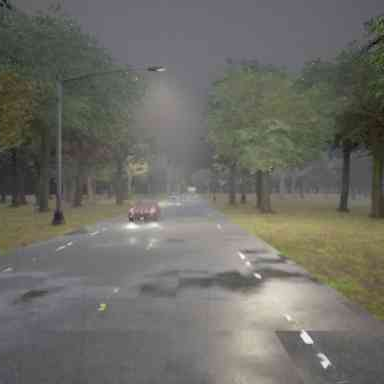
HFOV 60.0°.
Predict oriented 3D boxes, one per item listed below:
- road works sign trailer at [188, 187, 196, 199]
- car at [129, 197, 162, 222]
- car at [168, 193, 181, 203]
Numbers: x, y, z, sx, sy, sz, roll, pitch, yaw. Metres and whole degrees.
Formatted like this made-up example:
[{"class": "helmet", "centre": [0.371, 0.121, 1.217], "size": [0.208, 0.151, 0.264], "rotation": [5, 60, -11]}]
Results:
[{"class": "road works sign trailer", "centre": [-0.008, 0.265, 93.757], "size": [2.380, 3.560, 2.880], "rotation": [0, 0, 0]}, {"class": "car", "centre": [-3.600, 1.332, 26.120], "size": [2.097, 1.767, 4.553], "rotation": [0, 0, 0]}, {"class": "car", "centre": [-3.507, 1.180, 67.355], "size": [2.150, 2.045, 5.566], "rotation": [0, 0, 0]}]
